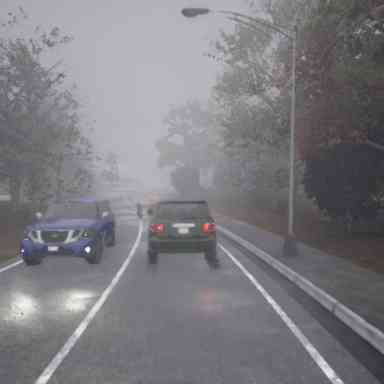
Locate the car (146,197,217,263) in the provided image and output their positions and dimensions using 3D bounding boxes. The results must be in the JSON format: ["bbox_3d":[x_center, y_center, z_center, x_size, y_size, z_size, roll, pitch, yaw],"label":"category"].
[{"bbox_3d":[-0.465,1.218,12.280,2.150,2.045,5.566,0,0,-5],"label":"car"}]

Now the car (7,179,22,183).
[{"bbox_3d":[-40.060,-2.557,77.361,1.837,1.490,4.892,3,5,34],"label":"car"}]

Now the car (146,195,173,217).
[{"bbox_3d":[-3.022,1.152,29.649,1.882,1.535,5.008,-1,2,-11],"label":"car"}]

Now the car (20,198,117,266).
[{"bbox_3d":[-4.128,1.247,12.124,2.150,2.045,5.566,0,0,-5],"label":"car"}]

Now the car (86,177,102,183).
[{"bbox_3d":[-24.639,-3.169,85.223,4.553,1.767,2.097,-1,5,-3],"label":"car"}]

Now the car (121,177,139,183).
[{"bbox_3d":[-16.210,-3.214,86.540,5.008,1.535,1.882,2,5,24],"label":"car"}]
